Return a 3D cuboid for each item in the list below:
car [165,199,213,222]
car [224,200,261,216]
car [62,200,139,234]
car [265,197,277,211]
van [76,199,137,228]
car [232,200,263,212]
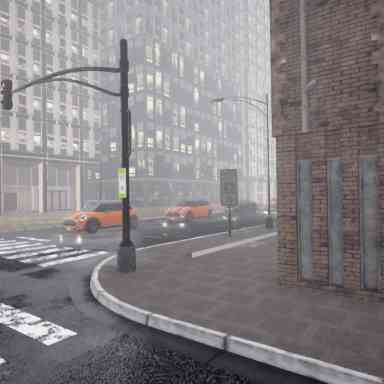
[{"bbox_3d":[-0.182,1.433,27.077,2.097,1.767,4.553,-1,-1,36],"label":"car"},{"bbox_3d":[5.094,1.590,34.374,2.128,1.511,4.902,-1,-1,36],"label":"car"},{"bbox_3d":[-5.386,1.416,19.921,2.097,1.767,4.553,-1,-1,37],"label":"car"},{"bbox_3d":[11.034,1.471,42.557,2.097,1.767,4.553,-1,-1,36],"label":"car"},{"bbox_3d":[-5.947,1.460,23.520,1.690,1.788,3.998,-2,-1,36],"label":"van"},{"bbox_3d":[6.952,1.689,41.384,1.752,1.417,4.829,-2,-1,36],"label":"car"}]
